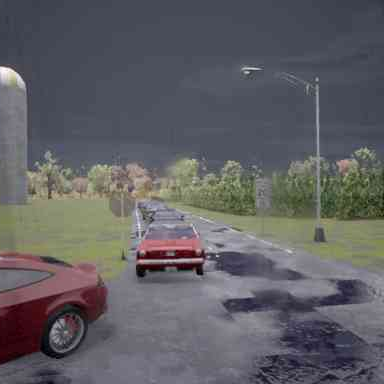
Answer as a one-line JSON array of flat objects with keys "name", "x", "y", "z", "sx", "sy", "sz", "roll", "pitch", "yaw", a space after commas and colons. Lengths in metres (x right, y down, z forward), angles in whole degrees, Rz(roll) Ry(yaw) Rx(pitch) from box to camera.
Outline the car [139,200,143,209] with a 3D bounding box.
[{"name": "car", "x": -3.464, "y": 1.701, "z": 29.869, "sx": 1.994, "sy": 1.385, "sz": 4.181, "roll": -1, "pitch": 0, "yaw": -10}]

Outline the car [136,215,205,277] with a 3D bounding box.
[{"name": "car", "x": -0.670, "y": 1.662, "z": 10.715, "sx": 1.895, "sy": 1.301, "sz": 4.718, "roll": -1, "pitch": 0, "yaw": -3}]

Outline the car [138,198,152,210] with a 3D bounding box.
[{"name": "car", "x": -7.046, "y": 1.702, "z": 49.487, "sx": 1.882, "sy": 1.535, "sz": 5.008, "roll": -1, "pitch": 0, "yaw": -11}]

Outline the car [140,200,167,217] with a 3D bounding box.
[{"name": "car", "x": -2.344, "y": 1.601, "z": 23.448, "sx": 2.128, "sy": 1.511, "sz": 4.902, "roll": -1, "pitch": 0, "yaw": -10}]

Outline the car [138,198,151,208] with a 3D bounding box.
[{"name": "car", "x": -4.508, "y": 1.710, "z": 35.733, "sx": 2.033, "sy": 1.411, "sz": 5.357, "roll": -1, "pitch": 0, "yaw": -10}]

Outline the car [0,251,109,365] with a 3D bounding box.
[{"name": "car", "x": -3.211, "y": 1.543, "z": 4.103, "sx": 1.812, "sy": 1.442, "sz": 4.674, "roll": 0, "pitch": -1, "yaw": 38}]

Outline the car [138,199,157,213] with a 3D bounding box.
[{"name": "car", "x": -5.669, "y": 1.683, "z": 42.084, "sx": 2.128, "sy": 1.511, "sz": 4.902, "roll": -1, "pitch": 0, "yaw": -10}]

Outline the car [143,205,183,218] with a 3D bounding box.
[{"name": "car", "x": -1.385, "y": 1.649, "z": 17.803, "sx": 1.994, "sy": 1.385, "sz": 4.181, "roll": -1, "pitch": 0, "yaw": -10}]
